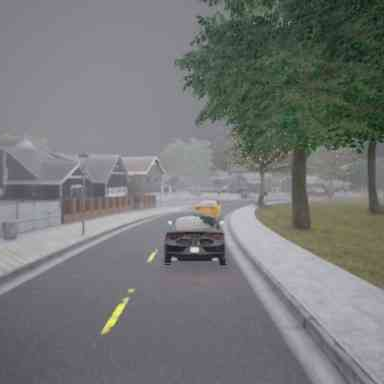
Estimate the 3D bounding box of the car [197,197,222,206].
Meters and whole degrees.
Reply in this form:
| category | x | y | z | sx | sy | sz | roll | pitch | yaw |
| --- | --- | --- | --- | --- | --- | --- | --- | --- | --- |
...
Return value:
| category | x | y | z | sx | sy | sz | roll | pitch | yaw |
| --- | --- | --- | --- | --- | --- | --- | --- | --- | --- |
| car | 1.403 | 1.423 | 27.942 | 1.882 | 1.535 | 5.008 | 0 | 0 | 8 |

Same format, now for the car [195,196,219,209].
| category | x | y | z | sx | sy | sz | roll | pitch | yaw |
| --- | --- | --- | --- | --- | --- | --- | --- | --- | --- |
| car | 2.076 | 1.387 | 45.269 | 2.128 | 1.511 | 4.902 | 1 | 0 | 16 |

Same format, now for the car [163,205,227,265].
| category | x | y | z | sx | sy | sz | roll | pitch | yaw |
| --- | --- | --- | --- | --- | --- | --- | --- | --- | --- |
| car | 0.138 | 1.441 | 11.631 | 1.882 | 1.535 | 5.008 | 0 | 0 | 1 |
